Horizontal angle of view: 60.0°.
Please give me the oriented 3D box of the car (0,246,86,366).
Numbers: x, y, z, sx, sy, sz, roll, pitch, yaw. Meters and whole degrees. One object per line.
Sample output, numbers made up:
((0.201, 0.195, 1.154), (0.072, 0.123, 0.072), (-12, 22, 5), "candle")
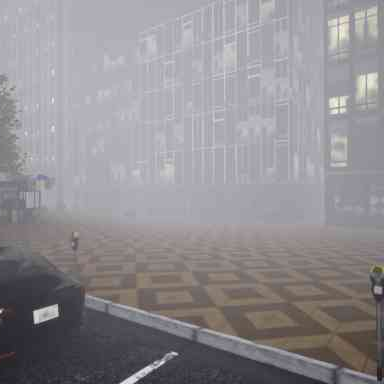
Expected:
((-3.523, 1.566, 5.383), (4.313, 1.339, 1.947), (0, 0, 35), "car")
